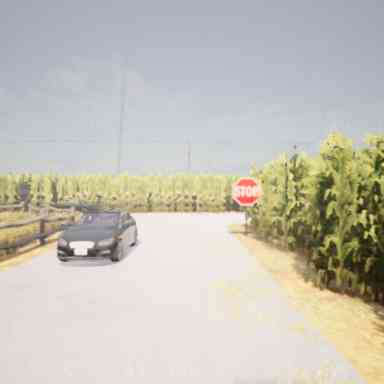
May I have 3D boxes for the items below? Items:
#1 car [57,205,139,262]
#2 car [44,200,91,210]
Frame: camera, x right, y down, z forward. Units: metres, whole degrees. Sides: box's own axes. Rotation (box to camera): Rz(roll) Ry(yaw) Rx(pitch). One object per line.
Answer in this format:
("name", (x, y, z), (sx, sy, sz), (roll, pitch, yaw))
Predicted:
("car", (-3.116, 1.415, 11.821), (2.128, 1.511, 4.902), (0, 0, 0))
("car", (-10.639, 1.407, 29.551), (4.718, 1.301, 1.895), (0, 0, 2))
